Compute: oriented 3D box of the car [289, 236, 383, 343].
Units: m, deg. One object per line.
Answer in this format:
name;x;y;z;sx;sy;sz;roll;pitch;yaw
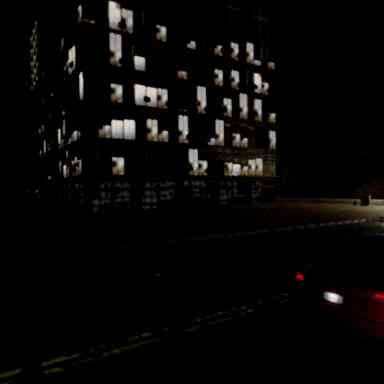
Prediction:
car;3.722;1.521;6.094;4.181;1.385;1.994;0;0;-36
